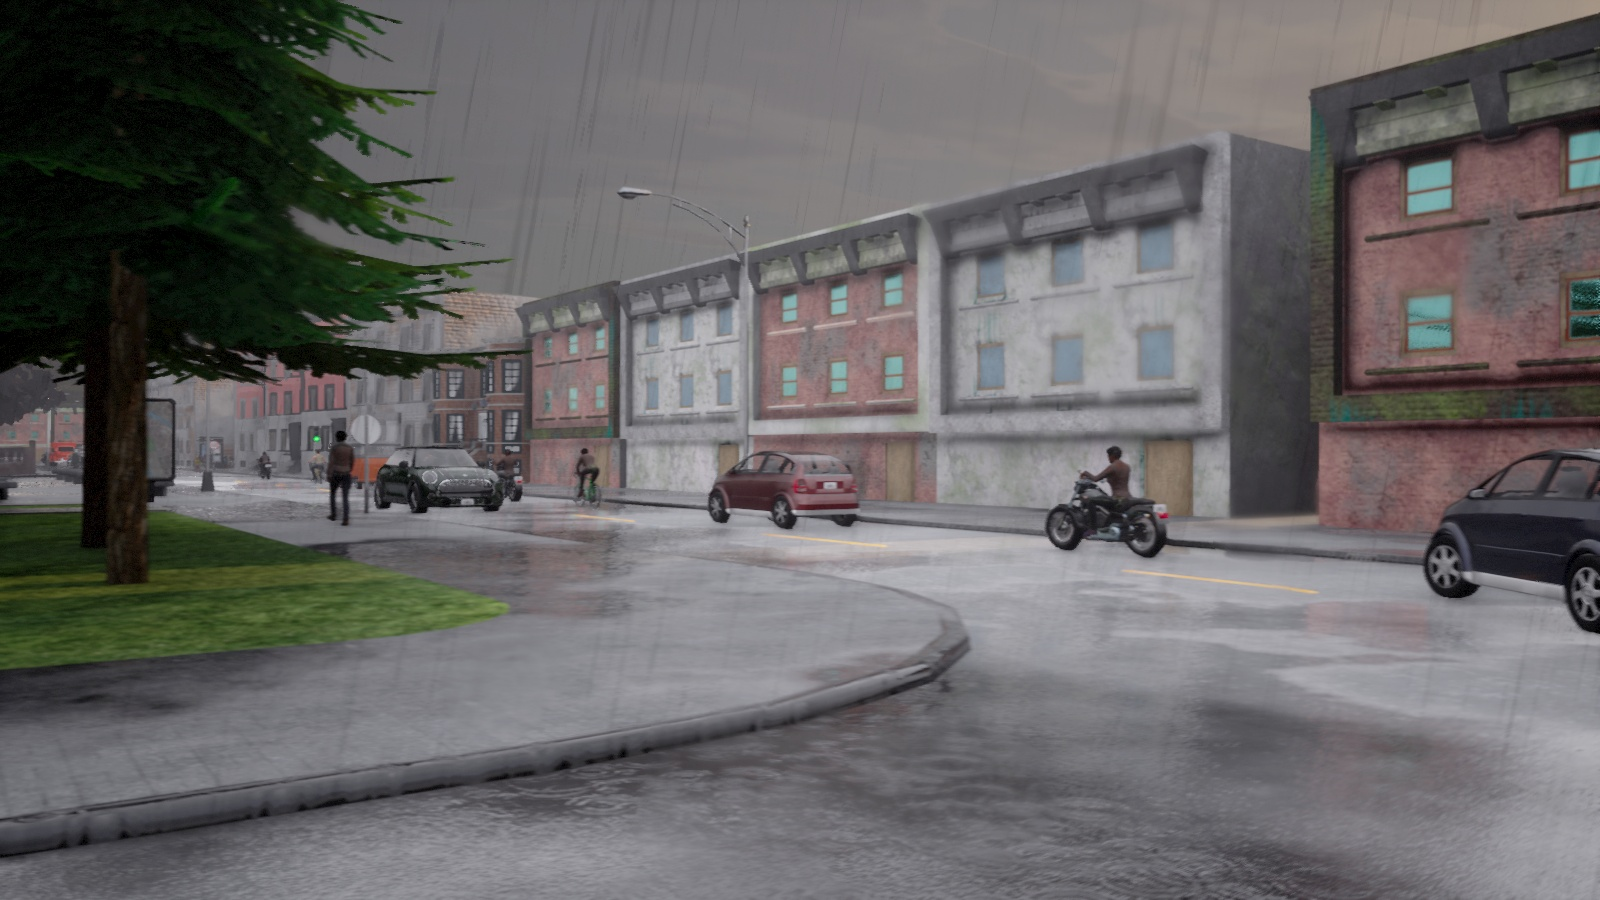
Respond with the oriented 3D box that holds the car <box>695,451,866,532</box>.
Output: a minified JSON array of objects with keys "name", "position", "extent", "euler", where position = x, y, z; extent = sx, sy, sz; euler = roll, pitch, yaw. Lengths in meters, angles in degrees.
[{"name":"car","position":[-0.476,0.795,26.027],"extent":[1.789,1.549,3.705],"euler":[0,0,-34]}]

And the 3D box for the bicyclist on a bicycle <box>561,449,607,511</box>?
[{"name":"bicyclist on a bicycle","position":[-5.829,0.799,33.909],"extent":[0.582,1.620,1.656],"euler":[0,-1,-34]}]

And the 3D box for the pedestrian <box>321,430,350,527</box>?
[{"name":"pedestrian","position":[-8.787,0.536,23.745],"extent":[0.328,1.805,0.869],"euler":[0,0,-34]}]

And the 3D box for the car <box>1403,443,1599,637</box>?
[{"name":"car","position":[7.346,0.735,11.666],"extent":[1.789,1.549,3.705],"euler":[0,-1,2]}]

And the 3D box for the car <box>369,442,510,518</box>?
[{"name":"car","position":[-9.190,0.707,31.738],"extent":[2.097,1.767,4.553],"euler":[0,0,-34]}]

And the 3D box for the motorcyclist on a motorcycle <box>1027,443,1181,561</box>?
[{"name":"motorcyclist on a motorcycle","position":[4.478,0.734,18.719],"extent":[0.766,1.649,2.350],"euler":[0,0,-32]}]

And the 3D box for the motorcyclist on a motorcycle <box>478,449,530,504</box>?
[{"name":"motorcyclist on a motorcycle","position":[-9.184,0.817,38.851],"extent":[0.766,1.649,2.350],"euler":[0,0,-34]}]

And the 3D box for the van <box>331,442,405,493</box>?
[{"name":"van","position":[-17.765,0.673,51.491],"extent":[1.775,1.987,4.442],"euler":[0,0,-34]}]

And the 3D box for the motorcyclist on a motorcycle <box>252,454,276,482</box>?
[{"name":"motorcyclist on a motorcycle","position":[-29.066,0.969,68.064],"extent":[0.797,1.523,2.044],"euler":[0,0,-34]}]
